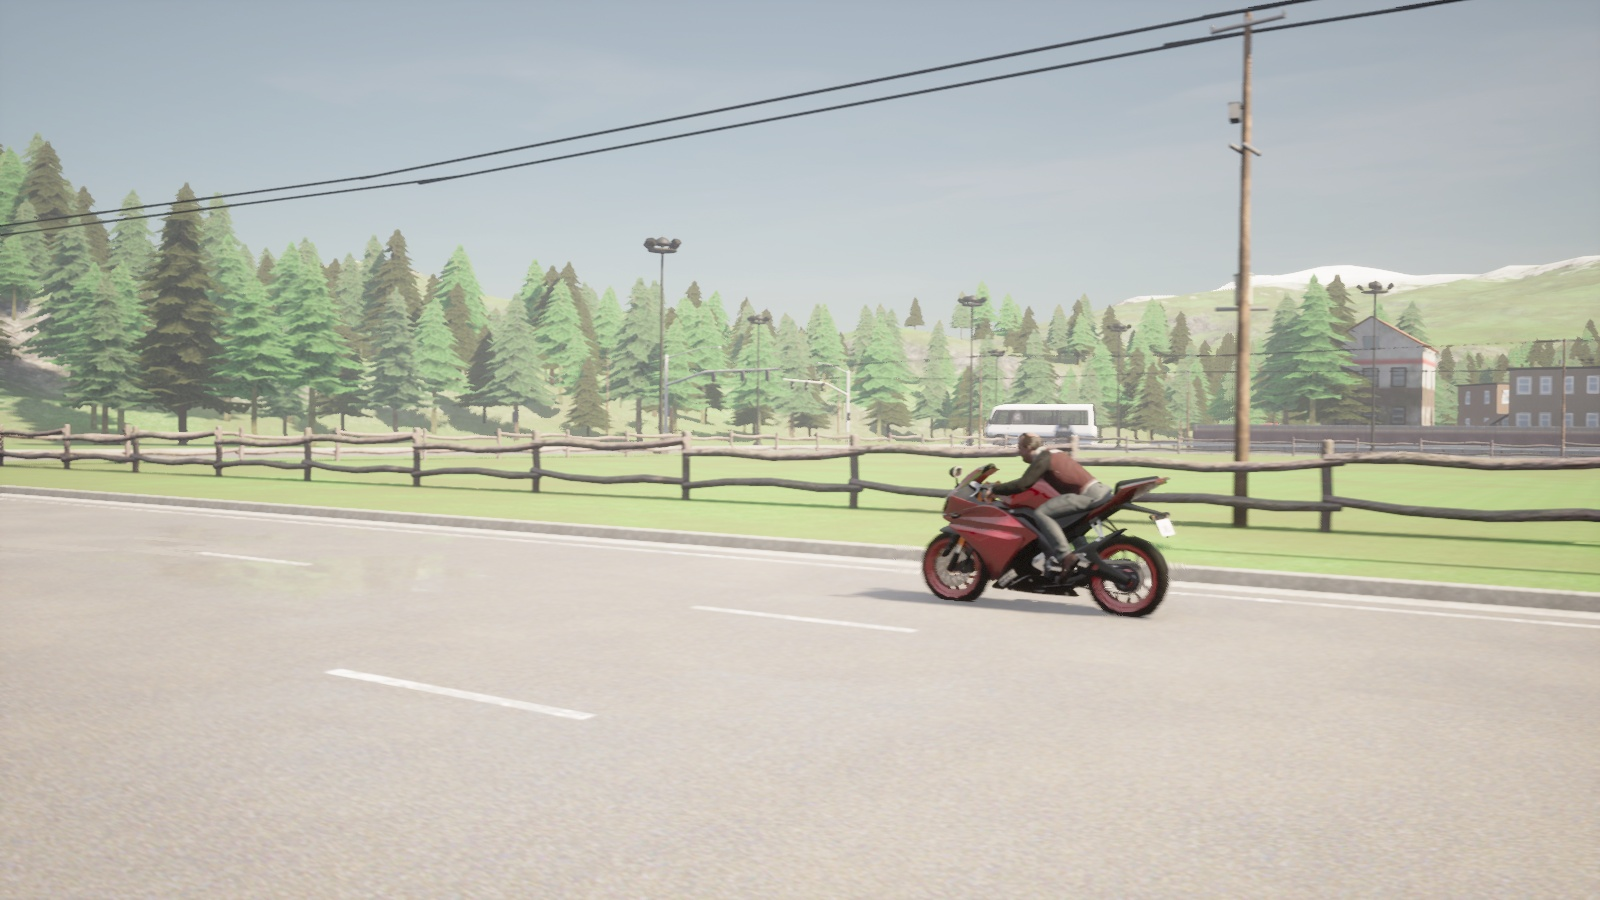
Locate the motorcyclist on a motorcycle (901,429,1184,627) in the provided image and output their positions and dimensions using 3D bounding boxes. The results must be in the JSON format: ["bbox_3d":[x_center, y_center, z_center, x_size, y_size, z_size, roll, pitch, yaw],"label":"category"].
[{"bbox_3d":[2.034,0.595,10.676,2.191,1.530,0.866,0,1,34],"label":"motorcyclist on a motorcycle"}]
